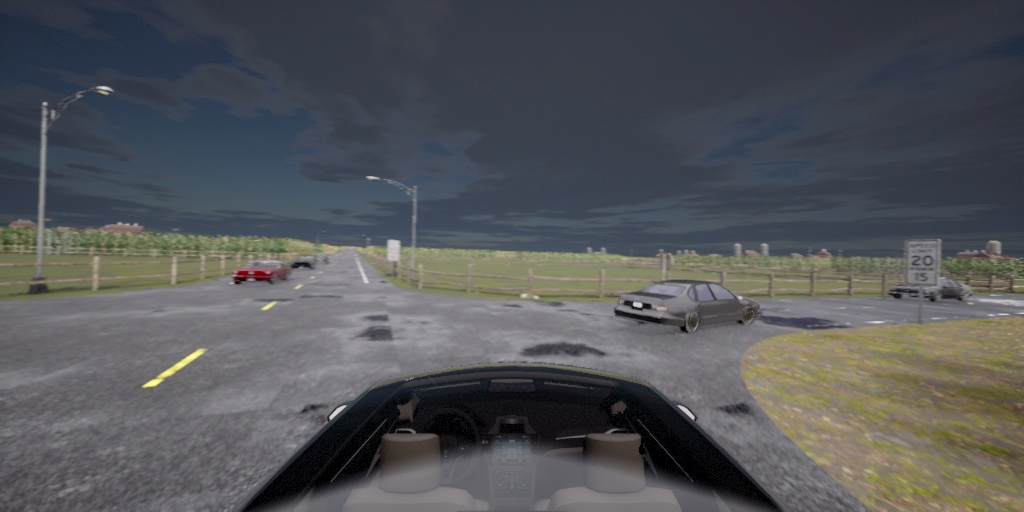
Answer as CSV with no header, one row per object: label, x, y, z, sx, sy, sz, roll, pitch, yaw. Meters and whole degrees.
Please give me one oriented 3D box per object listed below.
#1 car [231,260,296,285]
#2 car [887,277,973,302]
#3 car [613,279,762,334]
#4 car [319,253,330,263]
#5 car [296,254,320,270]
car,-14.418,0.924,20.906,1.895,1.301,4.718,2,0,-20
car,25.459,1.982,21.786,5.357,1.411,2.033,2,0,-20
car,5.607,1.449,11.211,5.357,1.411,2.033,2,0,-31
car,-29.468,0.362,55.708,1.837,1.490,4.892,2,0,-23
car,-20.982,0.724,36.273,1.895,1.301,4.718,2,0,-24
